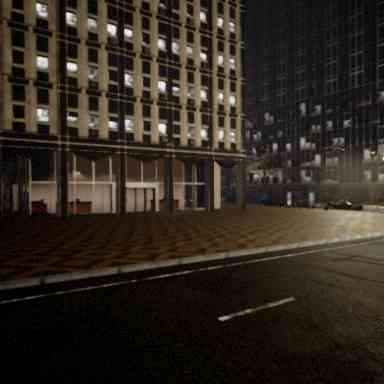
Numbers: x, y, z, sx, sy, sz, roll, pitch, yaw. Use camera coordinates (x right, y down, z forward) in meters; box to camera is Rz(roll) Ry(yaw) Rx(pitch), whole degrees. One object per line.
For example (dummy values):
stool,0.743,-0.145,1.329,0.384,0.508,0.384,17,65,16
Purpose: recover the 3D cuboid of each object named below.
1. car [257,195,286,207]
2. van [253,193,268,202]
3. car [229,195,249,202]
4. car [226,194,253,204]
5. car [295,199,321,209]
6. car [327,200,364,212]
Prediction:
car,12.465,1.583,50.440,1.947,1.339,4.313,0,1,-34
van,12.989,1.177,64.580,1.690,1.788,3.998,0,1,-34
car,9.772,1.367,69.268,1.802,1.307,4.206,0,1,-34
car,8.326,1.370,61.210,1.882,1.535,5.008,-1,1,-34
car,15.633,1.649,45.722,1.802,1.307,4.206,0,1,-34
car,18.835,1.683,41.023,1.947,1.339,4.313,0,1,-34
